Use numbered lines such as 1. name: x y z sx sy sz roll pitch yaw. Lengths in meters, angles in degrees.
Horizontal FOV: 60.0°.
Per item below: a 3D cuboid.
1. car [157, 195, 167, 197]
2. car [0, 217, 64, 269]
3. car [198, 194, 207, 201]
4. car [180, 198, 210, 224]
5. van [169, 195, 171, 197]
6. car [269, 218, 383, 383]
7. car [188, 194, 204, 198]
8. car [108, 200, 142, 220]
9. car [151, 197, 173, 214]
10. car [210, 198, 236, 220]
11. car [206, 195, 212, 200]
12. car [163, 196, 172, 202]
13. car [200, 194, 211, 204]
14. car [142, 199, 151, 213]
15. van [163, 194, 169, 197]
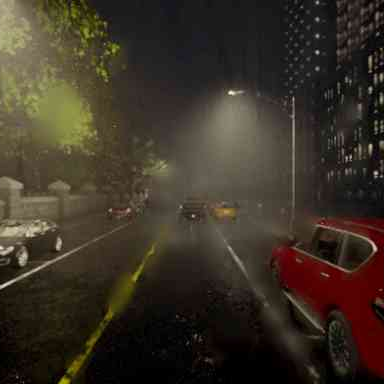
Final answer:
1. car: -5.699 1.582 56.021 1.947 1.339 4.313 0 0 0
2. car: -5.693 1.547 10.964 2.008 1.369 4.403 0 0 0
3. car: 2.676 1.372 84.184 2.192 1.841 5.009 0 0 0
4. car: 0.095 1.471 24.904 1.882 1.535 5.008 0 0 0
5. van: -5.701 1.378 72.917 1.690 1.788 3.998 0 0 0
6. car: 2.689 1.314 5.331 2.192 1.841 5.009 0 0 0
7. car: 0.092 1.353 41.587 2.097 1.767 4.553 0 0 0
8. car: -5.695 1.433 27.860 1.967 1.590 4.097 0 0 0
9. car: -3.067 1.560 35.135 1.994 1.385 4.181 0 0 0
10. car: 2.686 1.519 28.031 1.752 1.417 4.829 0 0 0
11. car: 2.685 1.436 33.493 1.967 1.590 4.097 0 0 0
12. car: -5.702 1.590 78.549 1.887 1.381 4.507 0 0 0
13. car: 2.680 1.345 67.287 2.192 1.841 5.009 0 0 0
14. car: -5.695 1.545 33.491 2.008 1.369 4.403 0 0 0
15. van: -5.700 1.363 61.652 1.690 1.788 3.998 0 0 0
